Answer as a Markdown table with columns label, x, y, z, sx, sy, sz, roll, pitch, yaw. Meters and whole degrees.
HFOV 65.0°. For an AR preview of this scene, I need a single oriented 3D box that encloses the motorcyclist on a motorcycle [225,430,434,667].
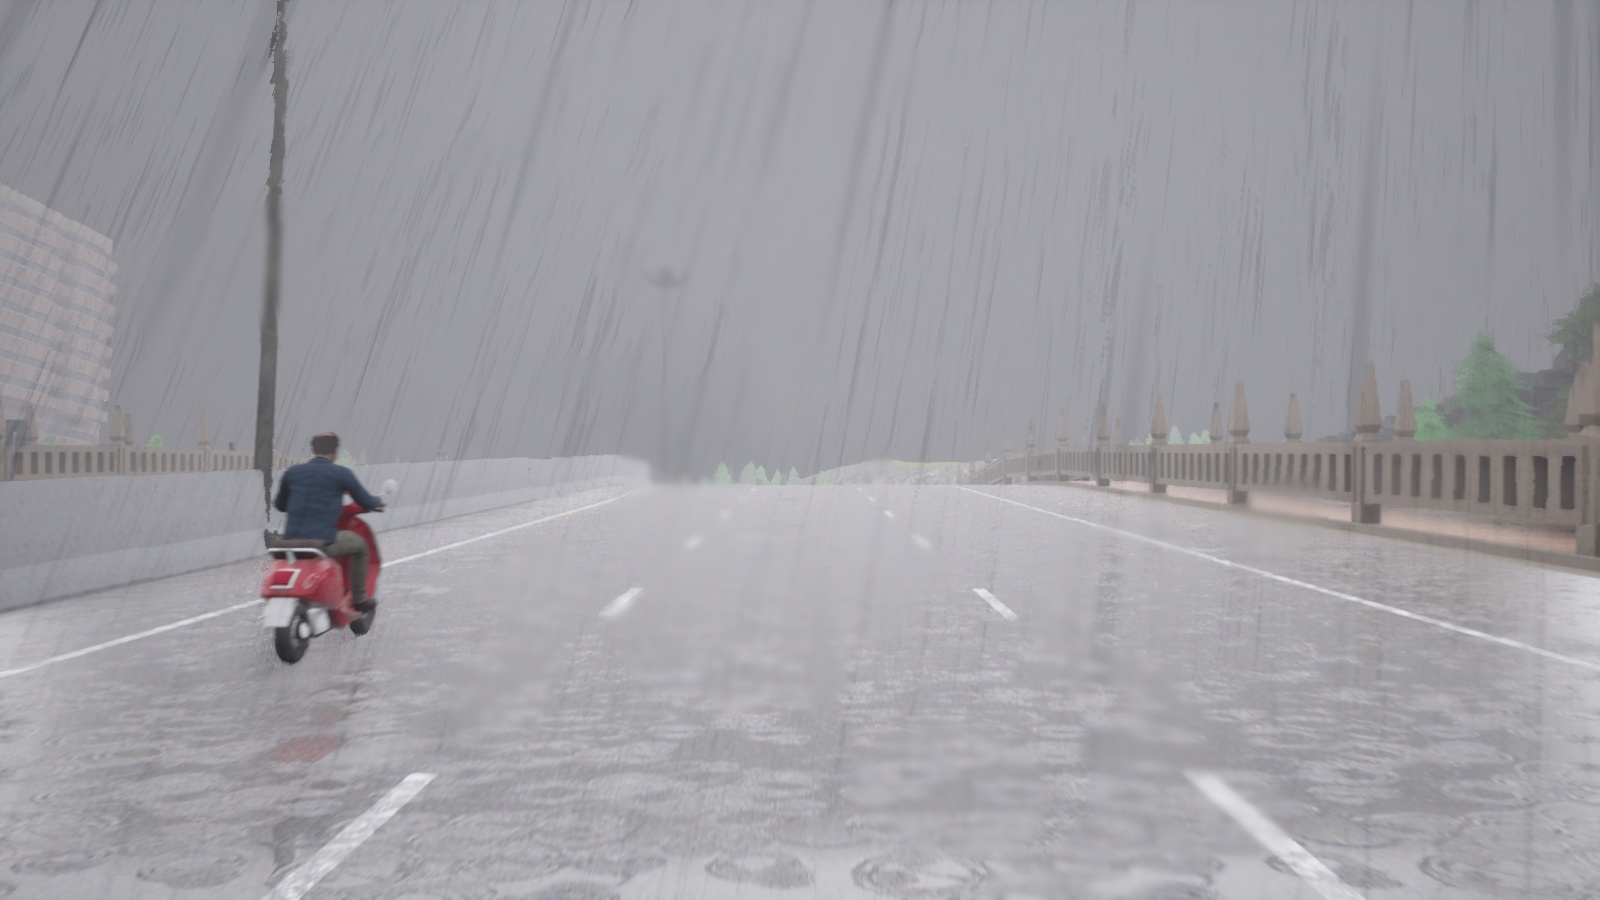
| label | x | y | z | sx | sy | sz | roll | pitch | yaw |
| --- | --- | --- | --- | --- | --- | --- | --- | --- | --- |
| motorcyclist on a motorcycle | -3.430 | 0.662 | 9.354 | 0.866 | 1.590 | 1.817 | 0 | 0 | 0 |
